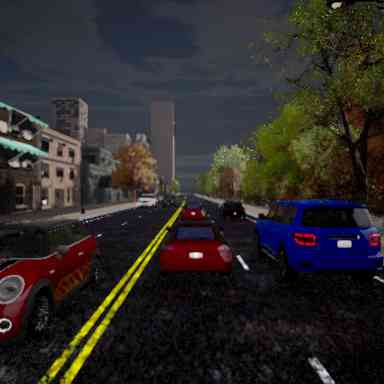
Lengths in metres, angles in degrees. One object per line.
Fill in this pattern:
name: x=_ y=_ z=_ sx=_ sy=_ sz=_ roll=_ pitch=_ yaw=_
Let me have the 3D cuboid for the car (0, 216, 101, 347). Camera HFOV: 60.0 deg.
car: x=-3.349 y=1.365 z=6.540 sx=2.097 sy=1.767 sz=4.553 roll=0 pitch=0 yaw=0

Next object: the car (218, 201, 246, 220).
car: x=3.355 y=1.531 z=28.439 sx=1.882 sy=1.535 sz=5.008 roll=0 pitch=0 yaw=0

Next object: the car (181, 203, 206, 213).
car: x=0.104 y=1.615 z=27.530 sx=1.994 sy=1.385 sz=4.181 roll=0 pitch=0 yaw=0

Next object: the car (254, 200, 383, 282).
car: x=3.352 y=1.241 z=9.986 sx=2.150 sy=2.045 sz=5.566 roll=0 pitch=0 yaw=0

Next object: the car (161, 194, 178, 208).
car: x=-3.304 y=1.317 z=49.873 sx=2.150 sy=2.045 sz=5.566 roll=0 pitch=0 yaw=1

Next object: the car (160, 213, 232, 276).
car: x=0.102 y=1.584 z=10.480 sx=1.994 sy=1.385 sz=4.181 roll=0 pitch=0 yaw=0

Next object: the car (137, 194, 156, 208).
car: x=-6.560 y=1.314 z=48.878 sx=2.150 sy=2.045 sz=5.566 roll=0 pitch=0 yaw=0
